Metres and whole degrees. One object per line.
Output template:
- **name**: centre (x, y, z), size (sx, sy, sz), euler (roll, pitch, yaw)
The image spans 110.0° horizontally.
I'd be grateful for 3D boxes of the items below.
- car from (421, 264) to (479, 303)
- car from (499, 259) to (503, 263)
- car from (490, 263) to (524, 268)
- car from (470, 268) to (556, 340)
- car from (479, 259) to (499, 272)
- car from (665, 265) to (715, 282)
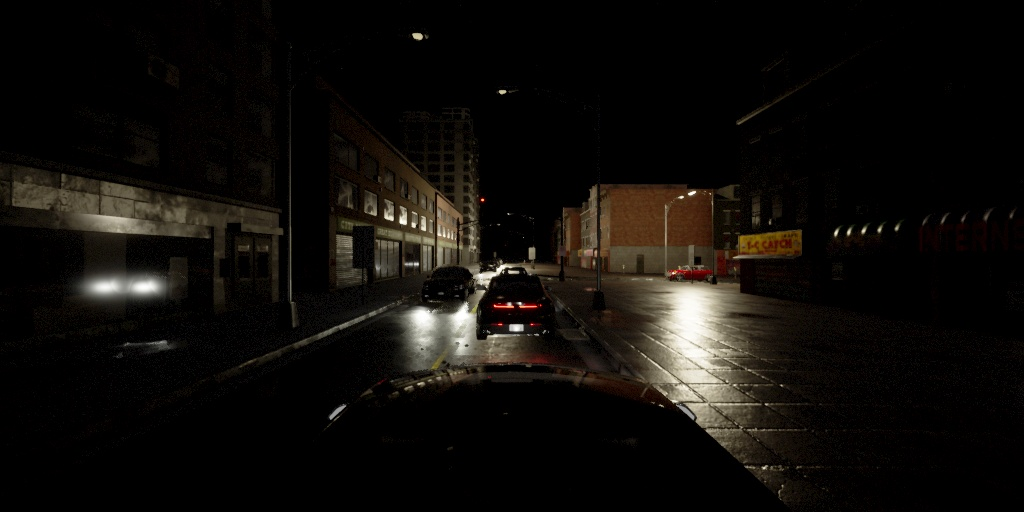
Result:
- **car**: centre (-2.862, 1.228, 16.904), size (1.882, 1.535, 5.008), euler (0, 0, 0)
- **car**: centre (-2.883, 1.251, 58.647), size (1.837, 1.490, 4.892), euler (0, 0, 0)
- **car**: centre (0.093, 1.298, 19.546), size (2.033, 1.411, 5.357), euler (0, 0, 0)
- **car**: centre (0.085, 1.255, 9.935), size (1.837, 1.490, 4.892), euler (0, 0, 0)
- **car**: centre (-2.755, 1.255, 41.713), size (1.837, 1.490, 4.892), euler (0, 0, -3)
- **car**: centre (16.332, 1.574, 33.134), size (4.097, 1.591, 1.967), euler (0, 0, 0)
